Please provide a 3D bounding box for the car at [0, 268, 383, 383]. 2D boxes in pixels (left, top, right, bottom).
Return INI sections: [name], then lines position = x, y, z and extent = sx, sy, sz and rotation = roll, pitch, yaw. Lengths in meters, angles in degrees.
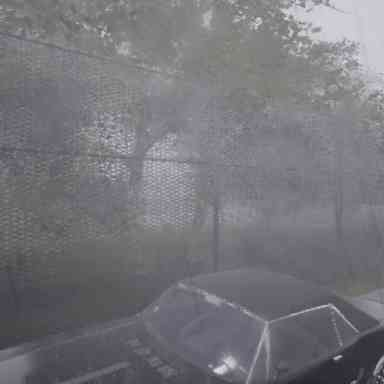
[car]
position = 0.315, 1.602, 3.293
extent = 4.718, 1.301, 1.895
rotation = 0, 0, -35
